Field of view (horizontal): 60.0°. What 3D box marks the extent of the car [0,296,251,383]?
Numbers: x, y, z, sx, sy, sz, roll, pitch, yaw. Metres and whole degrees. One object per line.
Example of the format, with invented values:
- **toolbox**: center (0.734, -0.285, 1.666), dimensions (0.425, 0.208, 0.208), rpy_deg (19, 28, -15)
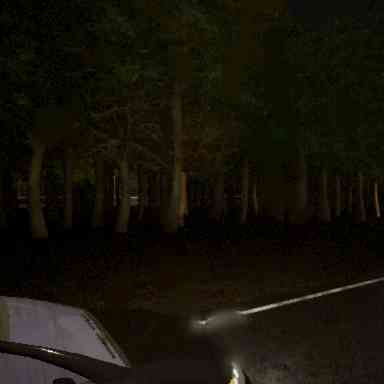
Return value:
- **car**: center (-1.531, 1.564, 2.469), dimensions (4.181, 1.385, 1.994), rpy_deg (0, 0, -31)
